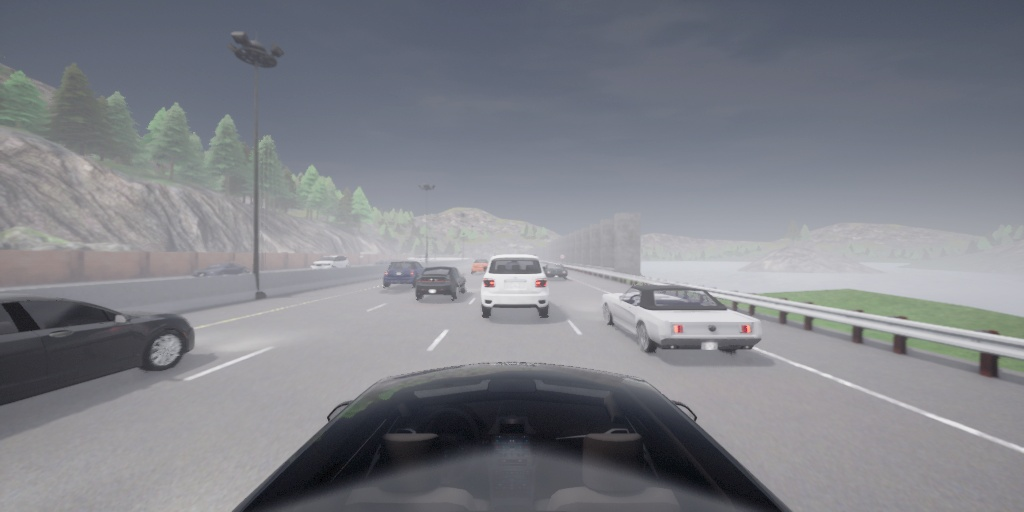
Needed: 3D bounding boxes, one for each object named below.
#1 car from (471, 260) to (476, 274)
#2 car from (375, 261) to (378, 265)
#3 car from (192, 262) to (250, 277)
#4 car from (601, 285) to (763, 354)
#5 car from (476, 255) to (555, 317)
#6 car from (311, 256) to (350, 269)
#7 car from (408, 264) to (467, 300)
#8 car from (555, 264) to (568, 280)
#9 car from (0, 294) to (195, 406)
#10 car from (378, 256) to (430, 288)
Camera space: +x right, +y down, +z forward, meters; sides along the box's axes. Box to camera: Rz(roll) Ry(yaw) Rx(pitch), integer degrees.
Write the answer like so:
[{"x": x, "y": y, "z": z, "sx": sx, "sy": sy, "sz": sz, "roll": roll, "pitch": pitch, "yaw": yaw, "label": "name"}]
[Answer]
[{"x": -3.402, "y": 1.104, "z": 41.231, "sx": 2.097, "sy": 1.767, "sz": 4.553, "roll": 0, "pitch": 0, "yaw": 0, "label": "car"}, {"x": -17.466, "y": 1.316, "z": 50.430, "sx": 1.994, "sy": 1.385, "sz": 4.181, "roll": 0, "pitch": 0, "yaw": 1, "label": "car"}, {"x": -24.607, "y": 1.316, "z": 30.445, "sx": 1.994, "sy": 1.385, "sz": 4.181, "roll": 0, "pitch": 0, "yaw": 0, "label": "car"}, {"x": 3.603, "y": 1.351, "z": 8.742, "sx": 1.895, "sy": 1.301, "sz": 4.718, "roll": 0, "pitch": 0, "yaw": 0, "label": "car"}, {"x": 0.095, "y": 0.972, "z": 13.275, "sx": 2.150, "sy": 2.045, "sz": 5.566, "roll": 0, "pitch": 0, "yaw": 0, "label": "car"}, {"x": -21.076, "y": 0.976, "z": 41.889, "sx": 2.150, "sy": 2.045, "sz": 5.566, "roll": 0, "pitch": 0, "yaw": 0, "label": "car"}, {"x": -3.408, "y": 1.256, "z": 17.746, "sx": 1.837, "sy": 1.490, "sz": 4.892, "roll": 0, "pitch": 0, "yaw": 0, "label": "car"}, {"x": 3.584, "y": 1.352, "z": 31.176, "sx": 1.895, "sy": 1.301, "sz": 4.718, "roll": 0, "pitch": 0, "yaw": 0, "label": "car"}, {"x": -6.901, "y": 1.255, "z": 4.749, "sx": 1.837, "sy": 1.490, "sz": 4.892, "roll": 0, "pitch": 0, "yaw": 0, "label": "car"}, {"x": -6.913, "y": 1.103, "z": 24.019, "sx": 2.097, "sy": 1.767, "sz": 4.553, "roll": 0, "pitch": 0, "yaw": 0, "label": "car"}]
